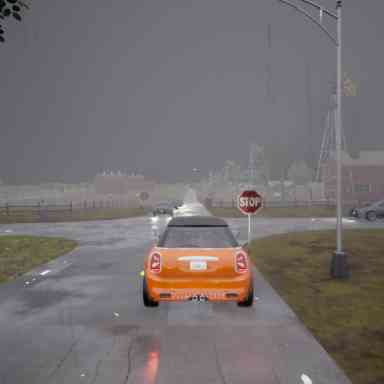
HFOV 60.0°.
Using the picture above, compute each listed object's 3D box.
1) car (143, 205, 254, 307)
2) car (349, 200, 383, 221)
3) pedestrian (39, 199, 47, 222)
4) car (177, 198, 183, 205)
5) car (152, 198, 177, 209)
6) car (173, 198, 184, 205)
[{"bbox_3d":[0.120,1.354,8.151,2.097,1.767,4.553,0,0,0],"label":"car"},{"bbox_3d":[13.563,1.267,23.823,4.181,1.385,1.994,-1,1,-1],"label":"car"},{"bbox_3d":[-12.086,1.466,27.030,0.375,1.860,0.375,0,2,0],"label":"pedestrian"},{"bbox_3d":[-2.731,1.662,45.181,2.033,1.411,5.357,0,0,0],"label":"car"},{"bbox_3d":[-2.762,1.556,32.863,1.837,1.490,4.892,0,0,0],"label":"car"},{"bbox_3d":[-2.610,1.867,66.885,2.033,1.411,5.357,0,-1,0],"label":"car"}]
